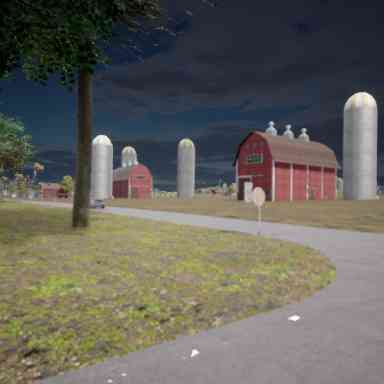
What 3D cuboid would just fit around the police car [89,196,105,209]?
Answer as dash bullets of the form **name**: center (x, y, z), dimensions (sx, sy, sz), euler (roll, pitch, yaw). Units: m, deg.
- **police car**: center (-12.564, 1.335, 41.946), dimensions (2.038, 1.542, 4.974), euler (2, -1, -35)
